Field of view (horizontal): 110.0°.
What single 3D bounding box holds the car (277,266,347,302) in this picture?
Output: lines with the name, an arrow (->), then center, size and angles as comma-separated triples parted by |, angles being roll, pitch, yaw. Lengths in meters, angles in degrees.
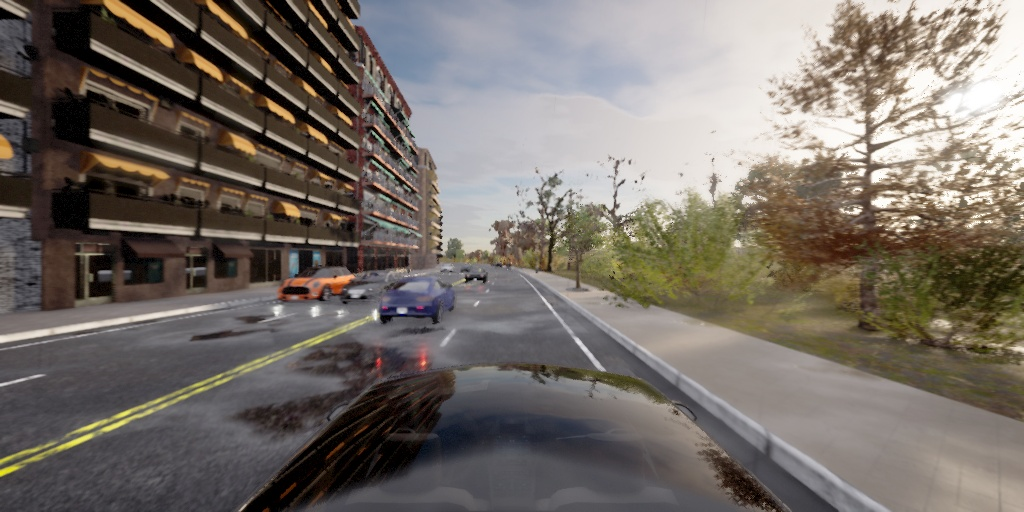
car -> -9.853, 1.335, 18.511 | 2.097, 1.767, 4.553 | 0, -1, 0

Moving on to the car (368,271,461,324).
car -> -3.151, 1.425, 12.594 | 1.812, 1.442, 4.674 | 0, -1, 0

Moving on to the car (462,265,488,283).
car -> -3.223, 1.789, 33.352 | 1.895, 1.301, 4.718 | 0, -1, -1

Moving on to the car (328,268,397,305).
car -> -6.601, 1.461, 17.579 | 2.128, 1.511, 4.902 | 0, -1, 0

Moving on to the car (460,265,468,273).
car -> -7.437, 2.109, 59.241 | 1.994, 1.385, 4.181 | 0, -1, -2

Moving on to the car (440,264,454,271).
car -> -10.696, 2.074, 59.306 | 1.812, 1.442, 4.674 | 0, -1, -2
